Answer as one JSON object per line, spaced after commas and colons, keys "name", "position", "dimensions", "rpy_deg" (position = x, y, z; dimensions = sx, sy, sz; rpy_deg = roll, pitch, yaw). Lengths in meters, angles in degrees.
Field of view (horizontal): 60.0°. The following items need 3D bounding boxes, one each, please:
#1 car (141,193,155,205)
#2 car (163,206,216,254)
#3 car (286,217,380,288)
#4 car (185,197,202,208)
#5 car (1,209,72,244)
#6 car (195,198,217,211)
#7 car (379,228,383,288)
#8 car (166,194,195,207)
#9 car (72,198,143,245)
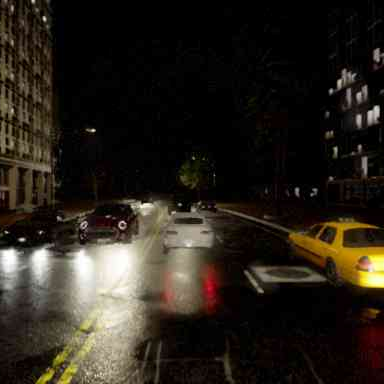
{"name": "car", "position": [-7.652, 1.244, 57.604], "dimensions": [2.150, 2.045, 5.566], "rpy_deg": [0, 0, -6]}
{"name": "car", "position": [-0.175, 1.526, 13.429], "dimensions": [1.812, 1.442, 4.674], "rpy_deg": [0, 0, -2]}
{"name": "car", "position": [4.122, 1.457, 9.201], "dimensions": [1.801, 1.575, 5.366], "rpy_deg": [0, 0, -1]}
{"name": "car", "position": [0.145, 1.543, 49.044], "dimensions": [1.812, 1.442, 4.674], "rpy_deg": [0, 0, -7]}
{"name": "car", "position": [-6.966, 1.547, 16.100], "dimensions": [2.033, 1.411, 5.357], "rpy_deg": [0, 0, -2]}
{"name": "car", "position": [1.527, 1.555, 36.795], "dimensions": [2.033, 1.411, 5.357], "rpy_deg": [0, 0, -6]}
{"name": "car", "position": [4.216, 1.457, 3.107], "dimensions": [1.801, 1.575, 5.366], "rpy_deg": [0, 0, 0]}
{"name": "car", "position": [-1.285, 1.227, 31.999], "dimensions": [2.150, 2.045, 5.566], "rpy_deg": [0, 0, -5]}
{"name": "car", "position": [-3.711, 1.352, 15.480], "dimensions": [2.097, 1.767, 4.553], "rpy_deg": [0, 0, -2]}
